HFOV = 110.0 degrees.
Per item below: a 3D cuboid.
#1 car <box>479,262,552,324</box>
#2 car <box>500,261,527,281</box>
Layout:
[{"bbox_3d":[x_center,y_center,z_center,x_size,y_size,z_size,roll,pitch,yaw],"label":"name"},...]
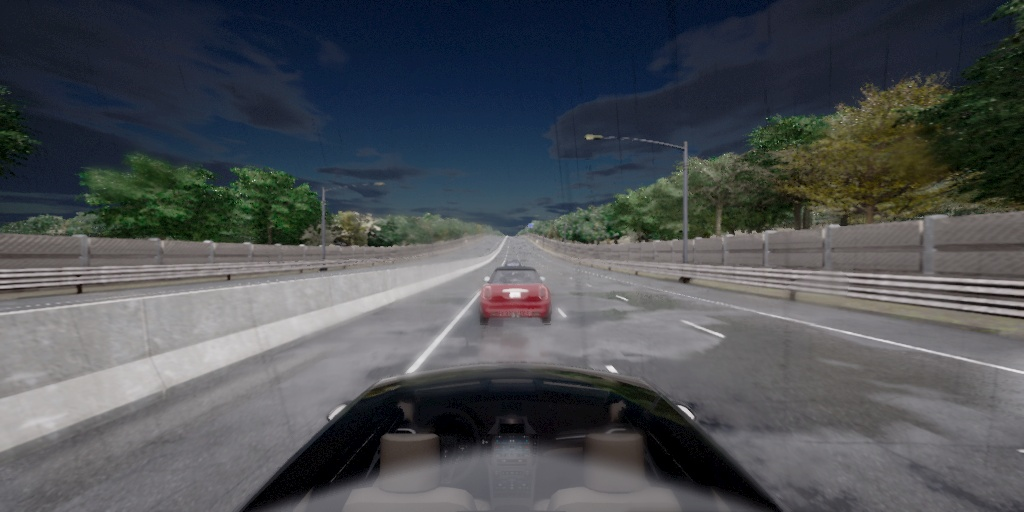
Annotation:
[{"bbox_3d":[0.101,1.107,12.115,2.097,1.767,4.553,0,0,0],"label":"car"},{"bbox_3d":[0.102,1.228,30.971,2.128,1.511,4.902,0,0,0],"label":"car"}]
